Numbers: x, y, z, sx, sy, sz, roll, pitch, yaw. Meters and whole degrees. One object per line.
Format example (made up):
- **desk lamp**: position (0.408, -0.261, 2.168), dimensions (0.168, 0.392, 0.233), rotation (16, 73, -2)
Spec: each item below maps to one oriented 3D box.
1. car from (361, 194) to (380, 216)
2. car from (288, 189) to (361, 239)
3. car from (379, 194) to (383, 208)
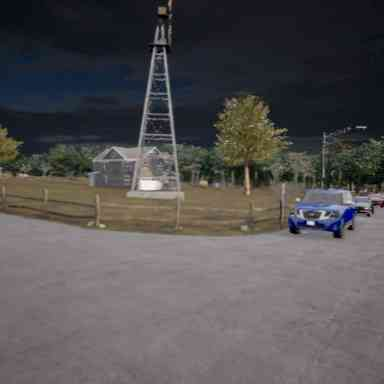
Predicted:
- **car**: position (13.627, 1.096, 26.932), dimensions (2.033, 1.411, 5.357), rotation (2, 2, 33)
- **car**: position (6.440, 0.902, 16.032), dimensions (2.150, 2.045, 5.566), rotation (2, 2, 33)
- **car**: position (20.782, 0.928, 37.724), dimensions (1.882, 1.535, 5.008), rotation (2, 2, 33)
